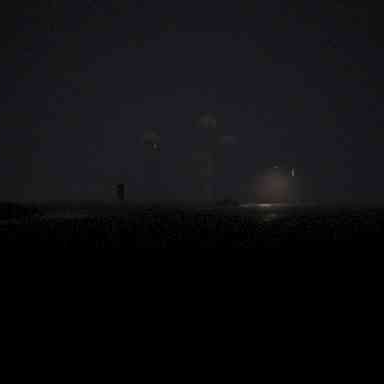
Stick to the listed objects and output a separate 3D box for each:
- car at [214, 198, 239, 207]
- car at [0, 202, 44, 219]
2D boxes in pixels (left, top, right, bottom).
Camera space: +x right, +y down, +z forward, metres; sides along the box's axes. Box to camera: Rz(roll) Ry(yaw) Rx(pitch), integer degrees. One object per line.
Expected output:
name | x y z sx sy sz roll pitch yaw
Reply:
car | 5.770 1.668 55.042 2.033 1.411 5.357 1 0 36
car | -14.821 1.482 26.713 2.033 1.411 5.357 1 0 38
